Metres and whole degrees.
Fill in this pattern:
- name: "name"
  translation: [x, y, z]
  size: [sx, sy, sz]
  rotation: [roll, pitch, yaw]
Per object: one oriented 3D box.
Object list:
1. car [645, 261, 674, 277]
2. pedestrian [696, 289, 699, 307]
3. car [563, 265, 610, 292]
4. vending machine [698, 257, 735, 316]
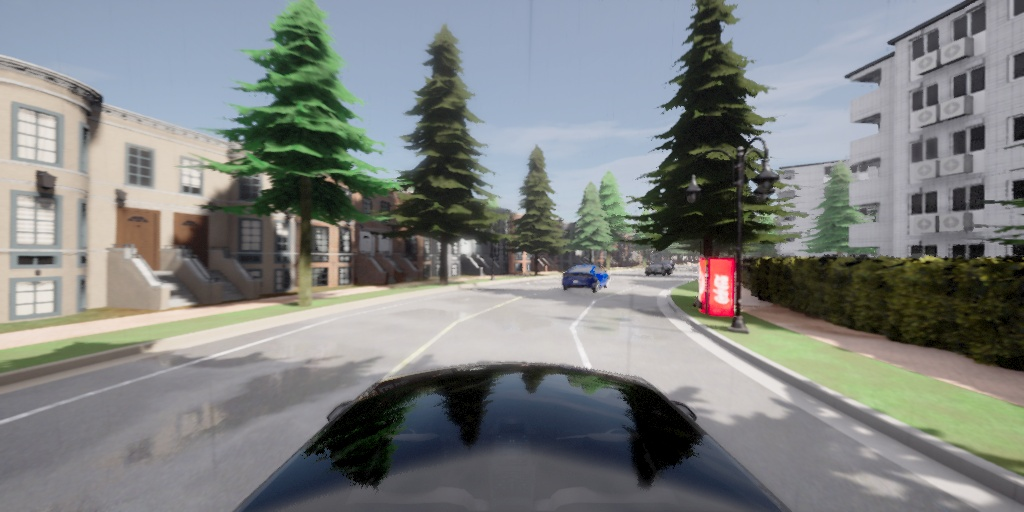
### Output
- name: "car"
  translation: [15.974, 1.513, 39.018]
  size: [2.033, 1.411, 5.357]
  rotation: [0, 0, 35]
- name: "pedestrian"
  translation: [7.048, 0.976, 13.029]
  size: [0.375, 1.860, 0.375]
  rotation: [0, 0, 17]
- name: "car"
  translation: [4.666, 1.307, 22.145]
  size: [1.882, 1.535, 5.008]
  rotation: [-1, -1, 27]
- name: "vending machine"
  translation: [6.882, 1.024, 12.104]
  size: [1.100, 2.100, 0.880]
  rotation: [0, 0, 16]
